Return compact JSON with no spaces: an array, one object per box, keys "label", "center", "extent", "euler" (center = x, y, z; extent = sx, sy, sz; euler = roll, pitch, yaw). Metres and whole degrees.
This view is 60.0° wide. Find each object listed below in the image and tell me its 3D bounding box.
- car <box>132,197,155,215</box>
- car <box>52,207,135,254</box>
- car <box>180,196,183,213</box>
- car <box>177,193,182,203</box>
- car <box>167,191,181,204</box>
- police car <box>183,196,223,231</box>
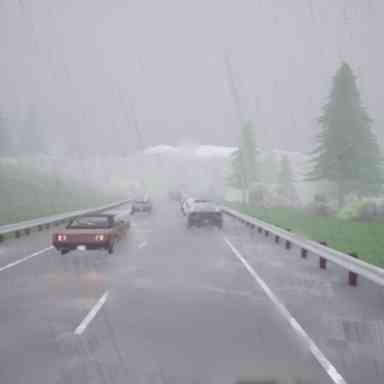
[{"label":"car","center":[-4.459,1.244,30.701],"extent":[2.128,1.511,4.902],"euler":[0,0,-4]},{"label":"car","center":[-3.625,1.497,12.945],"extent":[1.895,1.301,4.718],"euler":[0,0,-2]},{"label":"car","center":[0.116,1.287,29.409],"extent":[1.812,1.442,4.674],"euler":[0,0,-3]},{"label":"car","center":[-0.291,1.218,35.471],"extent":[1.837,1.490,4.892],"euler":[0,0,-4]},{"label":"car","center":[-2.716,0.799,52.312],"extent":[2.150,2.045,5.566],"euler":[0,0,-5]},{"label":"police car","center":[0.627,1.267,19.406],"extent":[1.930,1.638,5.238],"euler":[0,0,-2]}]
